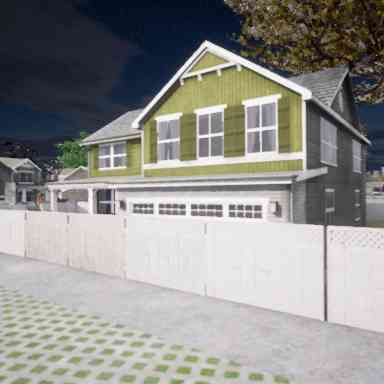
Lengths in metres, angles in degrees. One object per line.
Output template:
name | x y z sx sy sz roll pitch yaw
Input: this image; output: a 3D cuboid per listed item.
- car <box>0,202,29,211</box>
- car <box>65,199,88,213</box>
car | -17.898 1.760 31.818 1.837 1.490 4.892 -1 0 18
car | -14.654 1.666 41.499 2.097 1.767 4.553 -1 -1 20
